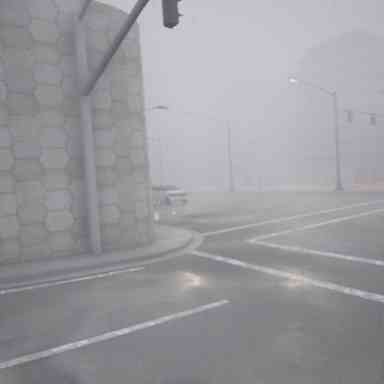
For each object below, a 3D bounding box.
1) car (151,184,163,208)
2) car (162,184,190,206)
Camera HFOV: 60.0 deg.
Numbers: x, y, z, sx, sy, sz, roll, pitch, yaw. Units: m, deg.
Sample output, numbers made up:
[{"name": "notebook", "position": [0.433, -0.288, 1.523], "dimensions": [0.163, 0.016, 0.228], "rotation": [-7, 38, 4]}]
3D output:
[{"name": "car", "position": [-5.332, 0.507, 30.798], "dimensions": [2.150, 2.045, 5.566], "rotation": [-6, 3, -35]}, {"name": "car", "position": [-2.524, 0.233, 32.871], "dimensions": [2.150, 2.045, 5.566], "rotation": [-6, 3, -35]}]
